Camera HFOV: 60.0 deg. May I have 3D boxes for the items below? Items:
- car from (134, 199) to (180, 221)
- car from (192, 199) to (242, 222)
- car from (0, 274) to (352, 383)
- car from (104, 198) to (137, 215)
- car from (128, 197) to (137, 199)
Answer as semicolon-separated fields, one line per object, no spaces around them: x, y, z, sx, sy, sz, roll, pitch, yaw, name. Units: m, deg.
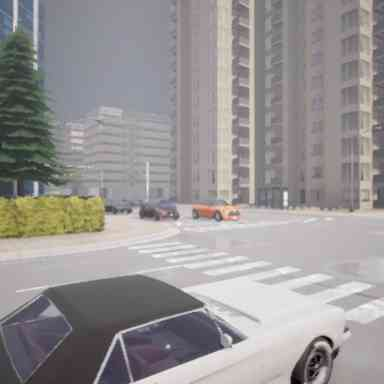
-2.742;1.590;27.592;1.994;1.385;4.181;0;0;-35;car
1.978;1.371;26.993;2.097;1.767;4.553;0;0;-35;car
-0.386;1.597;3.471;4.718;1.301;1.895;0;0;-36;car
-8.097;1.573;35.126;2.033;1.411;5.357;0;0;-35;car
-9.347;1.523;42.953;1.837;1.490;4.892;0;0;-35;car
